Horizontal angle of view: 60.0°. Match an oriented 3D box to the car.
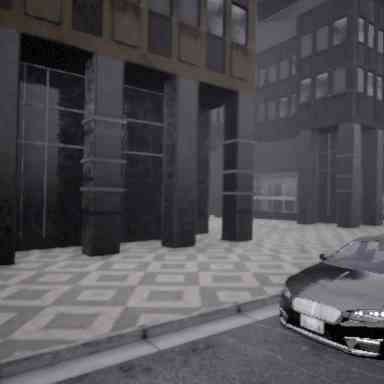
[{"bbox_3d":[3.635,1.566,5.969,4.902,1.511,2.128,1,0,-35],"label":"car"}]
